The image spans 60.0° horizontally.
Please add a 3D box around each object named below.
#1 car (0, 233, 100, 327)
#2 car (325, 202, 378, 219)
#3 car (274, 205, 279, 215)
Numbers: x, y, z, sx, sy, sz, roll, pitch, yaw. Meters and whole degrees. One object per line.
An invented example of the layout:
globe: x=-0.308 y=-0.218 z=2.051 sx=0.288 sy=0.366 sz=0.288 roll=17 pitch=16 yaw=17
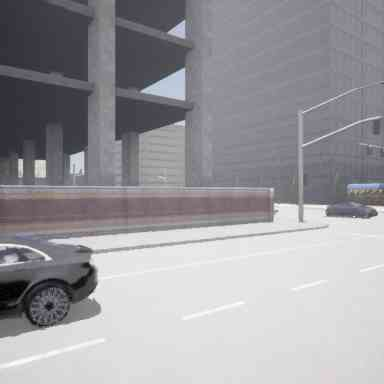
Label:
car: x=-4.017 y=1.491 z=5.431 sx=4.902 sy=1.511 sz=2.128 roll=0 pitch=0 yaw=-35
car: x=13.965 y=1.564 z=29.270 sx=1.994 sy=1.385 sz=4.181 roll=0 pitch=0 yaw=-36
car: x=6.501 y=1.492 z=33.589 sx=2.128 sy=1.511 sz=4.902 roll=0 pitch=0 yaw=-36
